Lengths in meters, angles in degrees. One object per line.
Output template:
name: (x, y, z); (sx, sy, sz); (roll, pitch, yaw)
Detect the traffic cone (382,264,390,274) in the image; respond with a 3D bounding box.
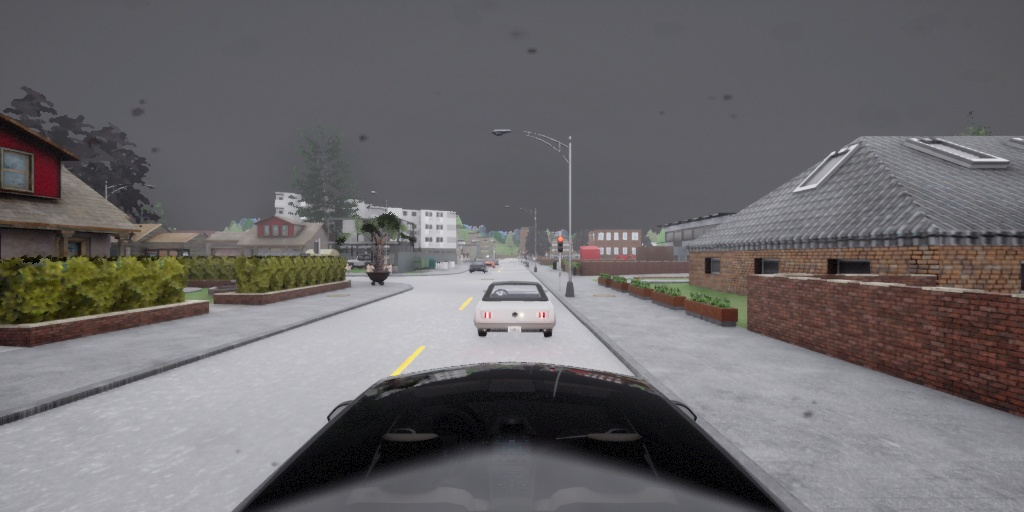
traffic cone: (-15.516, 1.561, 44.187); (0.344, 0.586, 0.344); (0, 0, 0)

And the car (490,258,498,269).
car: (-3.778, 1.103, 57.521); (2.097, 1.767, 4.553); (0, 0, 0)

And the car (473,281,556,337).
car: (0.098, 1.351, 10.234); (1.895, 1.301, 4.718); (0, 0, 1)

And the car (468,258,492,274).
car: (-3.879, 1.297, 41.795); (2.033, 1.411, 5.357); (0, 0, 0)

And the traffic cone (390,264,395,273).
traffic cone: (-15.152, 1.558, 44.755); (0.344, 0.586, 0.344); (0, 0, 0)
